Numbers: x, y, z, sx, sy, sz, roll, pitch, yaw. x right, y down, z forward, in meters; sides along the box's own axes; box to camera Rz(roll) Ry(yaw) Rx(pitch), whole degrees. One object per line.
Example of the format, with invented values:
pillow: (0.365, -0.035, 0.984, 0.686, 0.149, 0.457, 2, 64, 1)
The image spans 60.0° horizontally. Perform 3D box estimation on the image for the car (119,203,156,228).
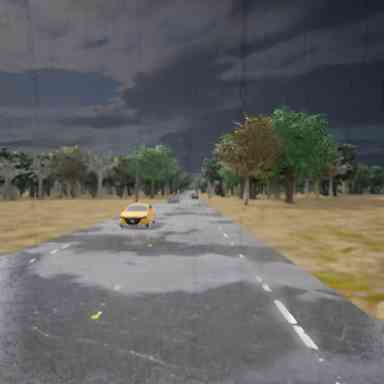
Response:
car: (-3.604, 1.501, 22.654, 1.882, 1.535, 5.008, 0, 0, 0)

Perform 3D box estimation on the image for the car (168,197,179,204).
car: (-3.529, 1.596, 65.001, 1.994, 1.385, 4.181, 0, 0, 0)
